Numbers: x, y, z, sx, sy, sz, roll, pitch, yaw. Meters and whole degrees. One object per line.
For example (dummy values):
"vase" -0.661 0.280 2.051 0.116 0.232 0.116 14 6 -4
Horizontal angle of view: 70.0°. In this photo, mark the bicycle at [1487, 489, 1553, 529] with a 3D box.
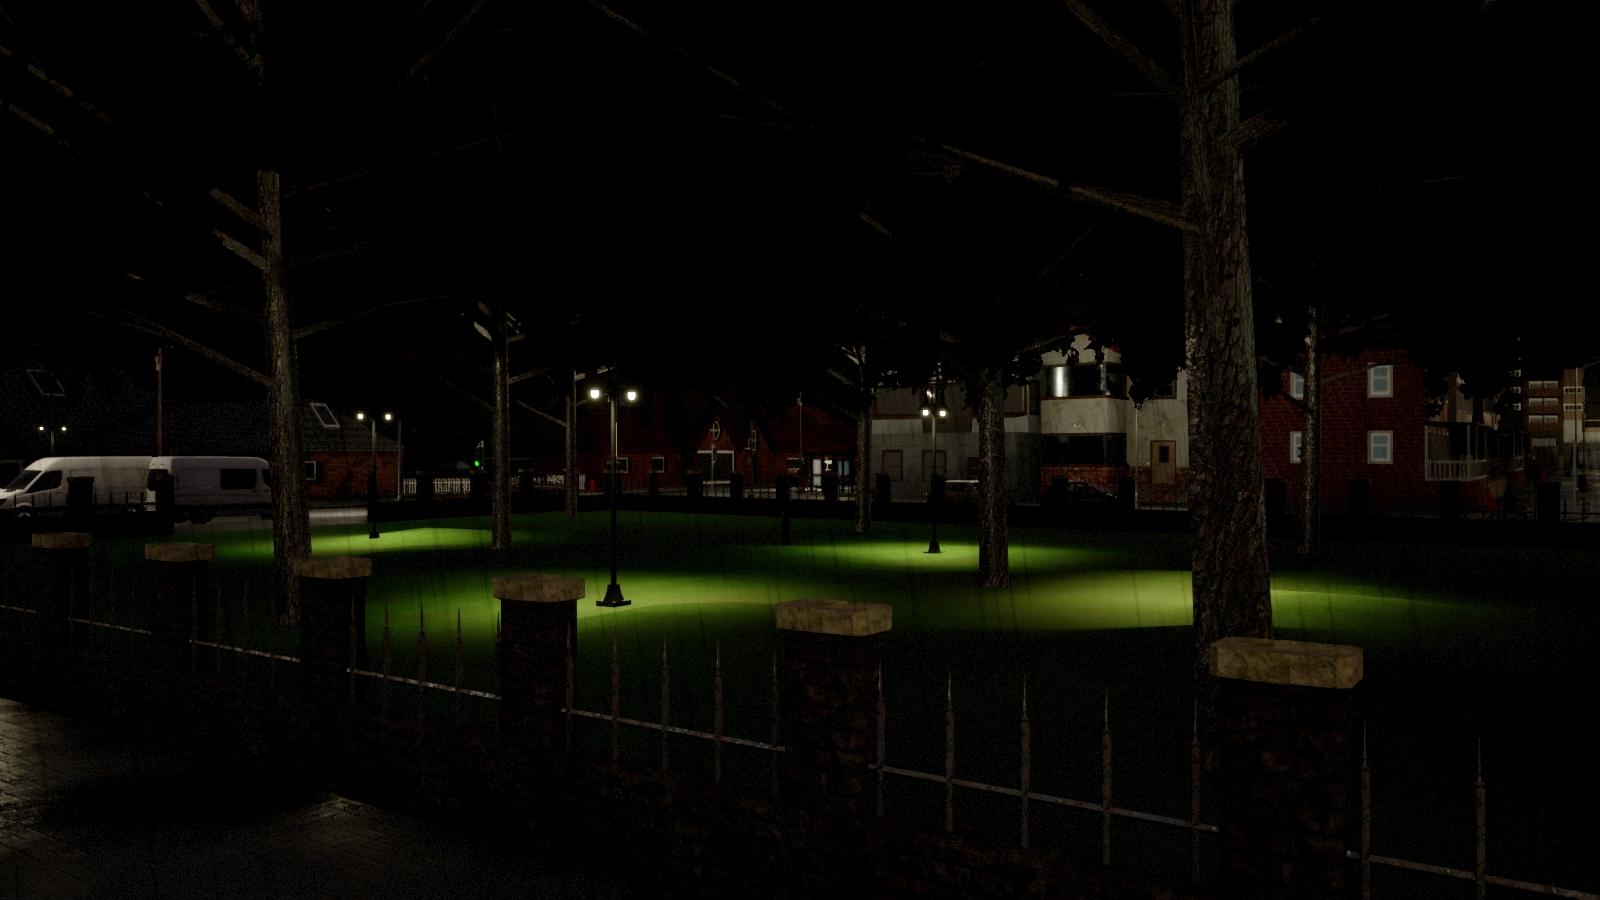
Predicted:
"bicycle" 23.951 1.940 38.012 1.835 1.271 0.329 0 0 35

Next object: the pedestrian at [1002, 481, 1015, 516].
"pedestrian" 7.810 1.804 42.742 0.375 1.300 0.375 0 0 34

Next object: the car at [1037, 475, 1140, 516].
"car" 11.752 1.818 46.570 3.633 1.501 1.845 0 0 35
